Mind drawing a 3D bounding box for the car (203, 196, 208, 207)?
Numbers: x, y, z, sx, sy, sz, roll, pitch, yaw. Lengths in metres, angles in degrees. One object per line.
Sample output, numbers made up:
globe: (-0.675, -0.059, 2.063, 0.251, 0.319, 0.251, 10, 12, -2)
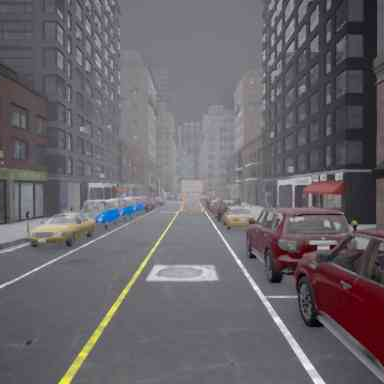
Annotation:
car: (2.859, 1.538, 43.098, 1.947, 1.339, 4.313, -1, 0, 0)

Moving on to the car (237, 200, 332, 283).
car: (2.848, 1.311, 9.583, 2.192, 1.841, 5.009, -1, 0, 0)

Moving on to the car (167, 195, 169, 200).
car: (-5.675, 1.537, 59.855, 1.802, 1.307, 4.206, -1, 0, 0)

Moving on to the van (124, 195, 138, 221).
van: (-5.679, 1.328, 26.341, 1.690, 1.788, 3.998, -1, 0, 0)

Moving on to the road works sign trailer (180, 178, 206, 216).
road works sign trailer: (0.005, 0.446, 32.758, 2.380, 3.560, 2.880, 0, 0, 0)

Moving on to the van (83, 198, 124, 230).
van: (-5.679, 1.332, 20.754, 1.690, 1.788, 3.998, -1, 0, 0)

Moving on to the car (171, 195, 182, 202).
car: (-3.000, 1.446, 76.745, 2.128, 1.511, 4.902, 0, 0, 0)

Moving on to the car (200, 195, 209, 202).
car: (2.867, 1.457, 76.783, 1.752, 1.417, 4.829, -1, 0, 0)

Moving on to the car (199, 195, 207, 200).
car: (2.870, 1.496, 87.785, 1.802, 1.307, 4.206, -1, 0, 0)

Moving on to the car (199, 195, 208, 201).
car: (2.869, 1.489, 82.199, 1.947, 1.339, 4.313, -1, 0, 0)

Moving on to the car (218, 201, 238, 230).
car: (2.853, 1.516, 20.924, 1.752, 1.417, 4.829, -1, 0, 0)

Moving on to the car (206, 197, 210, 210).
car: (2.857, 1.503, 37.682, 1.752, 1.417, 4.829, -1, 0, 0)

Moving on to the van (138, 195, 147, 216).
van: (-5.679, 1.324, 31.926, 1.690, 1.788, 3.998, -1, 0, 0)

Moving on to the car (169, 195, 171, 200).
car: (-5.675, 1.459, 87.784, 1.887, 1.381, 4.507, -1, 0, 0)

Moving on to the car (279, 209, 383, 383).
car: (2.846, 1.313, 3.996, 2.192, 1.841, 5.009, -1, 0, 0)

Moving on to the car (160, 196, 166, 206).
car: (-5.677, 1.402, 54.269, 1.967, 1.590, 4.097, -1, 0, 0)

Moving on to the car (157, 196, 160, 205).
car: (-5.677, 1.413, 43.098, 1.967, 1.590, 4.097, -1, 0, 0)

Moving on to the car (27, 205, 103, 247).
car: (-5.677, 1.519, 14.999, 1.752, 1.417, 4.829, -1, 0, 0)

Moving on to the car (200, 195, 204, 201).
car: (2.862, 1.512, 54.269, 2.008, 1.369, 4.403, -1, 0, 0)

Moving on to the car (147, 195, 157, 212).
car: (-5.679, 1.293, 37.512, 2.192, 1.841, 5.009, -1, 0, 0)

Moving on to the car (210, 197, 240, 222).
car: (2.852, 1.302, 26.340, 2.192, 1.841, 5.009, -1, 0, 0)

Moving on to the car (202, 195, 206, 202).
car: (2.860, 1.533, 48.684, 1.947, 1.339, 4.313, -1, 0, 0)
